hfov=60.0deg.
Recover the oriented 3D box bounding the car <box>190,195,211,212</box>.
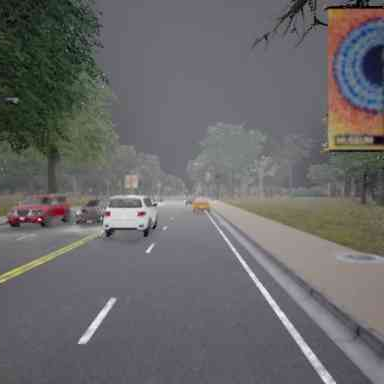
[{"bbox_3d":[1.060,1.396,37.088,1.882,1.535,5.008,0,0,0],"label":"car"}]

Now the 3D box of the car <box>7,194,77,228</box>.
[{"bbox_3d":[-9.883,1.176,22.084,2.150,2.045,5.566,0,0,0],"label":"car"}]

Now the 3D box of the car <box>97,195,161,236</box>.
[{"bbox_3d":[-3.174,1.185,18.106,2.150,2.045,5.566,0,0,0],"label":"car"}]

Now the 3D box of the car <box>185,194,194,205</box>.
[{"bbox_3d":[-0.124,1.421,54.475,2.033,1.411,5.357,0,0,0],"label":"car"}]

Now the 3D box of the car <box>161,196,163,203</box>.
[{"bbox_3d":[-6.673,1.358,64.908,2.128,1.511,4.902,0,0,0],"label":"car"}]

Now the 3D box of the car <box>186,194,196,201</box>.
[{"bbox_3d":[-0.183,1.210,74.056,2.033,1.411,5.357,0,0,0],"label":"car"}]

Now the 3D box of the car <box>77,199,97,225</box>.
[{"bbox_3d":[-6.636,1.303,23.696,2.097,1.767,4.553,0,0,0],"label":"car"}]

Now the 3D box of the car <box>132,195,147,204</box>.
[{"bbox_3d":[-9.922,1.338,63.124,1.882,1.535,5.008,0,0,0],"label":"car"}]
